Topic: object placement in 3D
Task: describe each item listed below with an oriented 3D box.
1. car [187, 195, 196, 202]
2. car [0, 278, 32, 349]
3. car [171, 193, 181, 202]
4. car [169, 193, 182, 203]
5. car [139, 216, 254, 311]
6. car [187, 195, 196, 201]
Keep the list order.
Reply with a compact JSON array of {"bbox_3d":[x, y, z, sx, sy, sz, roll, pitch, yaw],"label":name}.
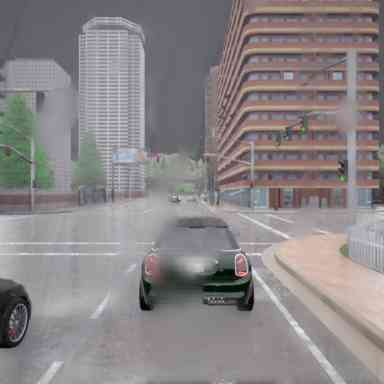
[{"bbox_3d":[-0.134,1.510,76.332,1.812,1.442,4.674,0,0,0],"label":"car"},{"bbox_3d":[-3.431,1.525,3.305,1.812,1.442,4.674,0,0,0],"label":"car"},{"bbox_3d":[-3.634,1.211,76.075,2.150,2.045,5.566,0,0,0],"label":"car"},{"bbox_3d":[-3.517,1.484,66.074,2.128,1.511,4.902,0,0,0],"label":"car"},{"bbox_3d":[0.099,1.351,7.924,2.097,1.767,4.553,0,0,1],"label":"car"},{"bbox_3d":[-0.150,1.497,85.331,2.128,1.511,4.902,0,0,0],"label":"car"}]
